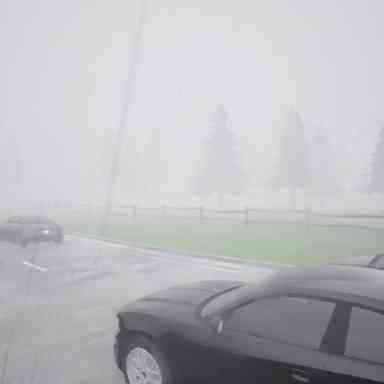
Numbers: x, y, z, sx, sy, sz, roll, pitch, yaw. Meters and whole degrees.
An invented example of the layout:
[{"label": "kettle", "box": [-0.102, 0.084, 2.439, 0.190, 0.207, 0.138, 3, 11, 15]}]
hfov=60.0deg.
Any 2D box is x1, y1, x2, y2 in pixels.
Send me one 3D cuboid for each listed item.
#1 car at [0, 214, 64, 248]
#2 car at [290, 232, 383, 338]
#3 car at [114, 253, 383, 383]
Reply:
[{"label": "car", "box": [-8.053, 1.785, 16.254, 4.181, 1.385, 1.994, -1, -1, 41]}, {"label": "car", "box": [4.071, 1.574, 5.613, 4.181, 1.385, 1.994, -1, -1, 36]}, {"label": "car", "box": [1.327, 1.494, 3.282, 5.008, 1.535, 1.882, -1, -1, 37]}]
